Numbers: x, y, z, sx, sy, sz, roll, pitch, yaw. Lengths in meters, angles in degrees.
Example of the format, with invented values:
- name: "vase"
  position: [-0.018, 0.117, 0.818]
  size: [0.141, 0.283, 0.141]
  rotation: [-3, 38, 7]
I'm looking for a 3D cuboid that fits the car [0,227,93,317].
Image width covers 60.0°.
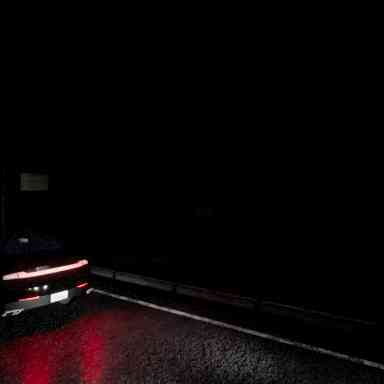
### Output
- name: "car"
  position: [-4.105, 1.492, 6.899]
  size: [4.902, 1.511, 2.128]
  rotation: [0, 0, 37]
